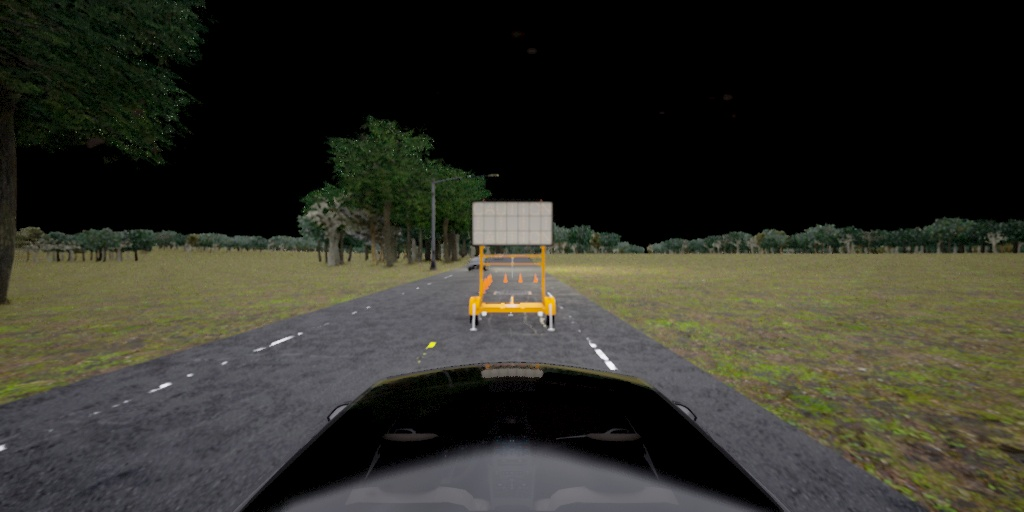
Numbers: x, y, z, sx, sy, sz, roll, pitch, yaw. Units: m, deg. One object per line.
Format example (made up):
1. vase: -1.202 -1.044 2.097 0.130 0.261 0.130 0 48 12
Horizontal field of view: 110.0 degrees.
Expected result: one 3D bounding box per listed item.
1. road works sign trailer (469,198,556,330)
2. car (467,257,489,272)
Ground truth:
1. road works sign trailer: 0.012 0.114 10.652 2.380 3.560 2.880 0 0 0
2. car: -3.439 0.830 37.093 1.837 1.490 4.892 0 0 1
